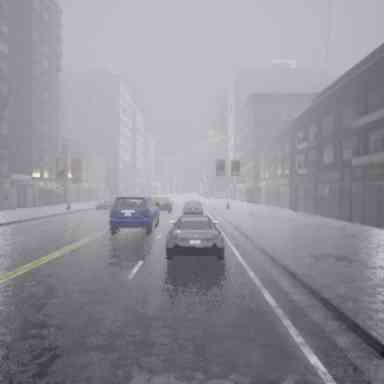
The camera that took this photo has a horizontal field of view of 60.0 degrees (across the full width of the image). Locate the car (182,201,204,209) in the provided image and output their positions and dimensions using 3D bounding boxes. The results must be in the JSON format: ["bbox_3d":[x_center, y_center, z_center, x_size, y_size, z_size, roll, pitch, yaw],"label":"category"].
[{"bbox_3d":[0.104,1.499,30.345,2.033,1.411,5.357,0,0,0],"label":"car"}]

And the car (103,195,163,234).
[{"bbox_3d":[-3.145,1.192,19.042,2.150,2.045,5.566,0,0,0],"label":"car"}]

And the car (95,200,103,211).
[{"bbox_3d":[-9.831,1.502,38.740,1.994,1.385,4.181,0,0,0],"label":"car"}]

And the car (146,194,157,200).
[{"bbox_3d":[-9.733,1.120,80.118,2.033,1.411,5.357,0,0,0],"label":"car"}]

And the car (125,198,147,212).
[{"bbox_3d":[-6.586,1.462,39.408,1.812,1.442,4.674,0,0,0],"label":"car"}]

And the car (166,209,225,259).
[{"bbox_3d":[0.103,1.546,12.529,1.994,1.385,4.181,0,0,0],"label":"car"}]

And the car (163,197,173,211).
[{"bbox_3d":[-3.142,1.294,35.903,2.097,1.767,4.553,0,0,0],"label":"car"}]
